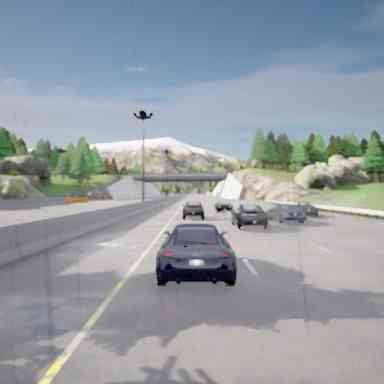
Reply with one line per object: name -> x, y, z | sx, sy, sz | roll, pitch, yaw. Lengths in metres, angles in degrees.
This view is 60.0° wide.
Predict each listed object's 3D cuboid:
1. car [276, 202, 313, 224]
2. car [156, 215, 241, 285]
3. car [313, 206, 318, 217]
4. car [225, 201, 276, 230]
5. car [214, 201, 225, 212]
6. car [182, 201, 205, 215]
car -> 7.117, 1.594, 25.433 | 2.033, 1.411, 5.357 | 0, 0, 0
car -> 0.105, 1.581, 9.576 | 1.994, 1.385, 4.181 | 0, 0, 0
car -> 10.624, 1.623, 32.250 | 1.994, 1.385, 4.181 | 0, 0, 0
car -> 3.616, 1.530, 21.553 | 2.128, 1.511, 4.902 | 0, 0, 0
car -> 3.628, 1.670, 38.828 | 1.895, 1.301, 4.718 | 0, 0, 0
car -> 0.122, 1.544, 29.918 | 2.128, 1.511, 4.902 | 0, 0, 0
